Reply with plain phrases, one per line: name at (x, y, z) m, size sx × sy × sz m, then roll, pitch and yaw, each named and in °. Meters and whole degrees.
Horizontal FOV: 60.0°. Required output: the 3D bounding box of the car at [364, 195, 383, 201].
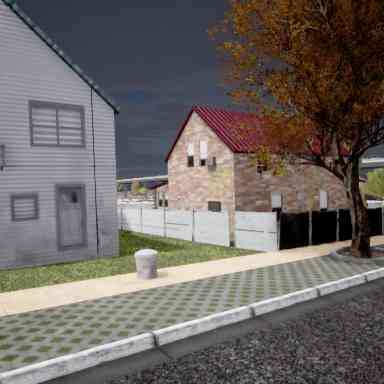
car at (31.945, 1.521, 60.792) m, size 2.150 × 2.045 × 5.566 m, roll -2°, pitch 0°, yaw 1°

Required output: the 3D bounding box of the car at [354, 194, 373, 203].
car at (38.571, 1.440, 74.914) m, size 2.097 × 1.767 × 4.553 m, roll -2°, pitch 0°, yaw 0°

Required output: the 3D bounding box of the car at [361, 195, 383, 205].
car at (35.238, 1.577, 64.827) m, size 2.097 × 1.767 × 4.553 m, roll -2°, pitch 0°, yaw 0°

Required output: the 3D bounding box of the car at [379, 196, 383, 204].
car at (38.487, 1.600, 64.512) m, size 1.837 × 1.490 × 4.892 m, roll -2°, pitch 0°, yaw 0°
